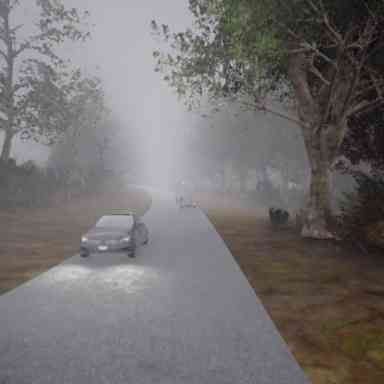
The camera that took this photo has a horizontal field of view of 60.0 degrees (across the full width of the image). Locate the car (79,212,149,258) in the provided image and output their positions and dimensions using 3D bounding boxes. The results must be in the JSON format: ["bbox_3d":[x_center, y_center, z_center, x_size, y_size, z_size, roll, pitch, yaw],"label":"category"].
[{"bbox_3d":[-2.793,1.513,12.802,1.812,1.442,4.674,0,0,0],"label":"car"}]

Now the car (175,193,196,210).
[{"bbox_3d":[-0.524,1.191,37.431,2.033,1.411,5.357,0,2,-4],"label":"car"}]
